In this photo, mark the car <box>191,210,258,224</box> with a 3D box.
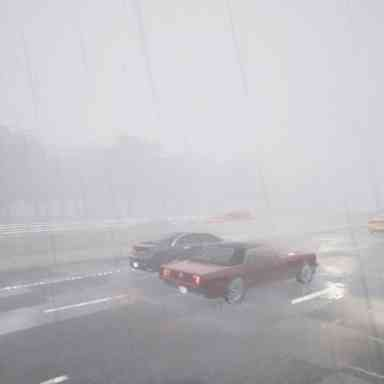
[{"bbox_3d":[3.044,2.631,28.526,5.566,2.045,2.150,0,-4,-38],"label":"car"}]

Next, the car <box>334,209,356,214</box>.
[{"bbox_3d":[28.046,3.838,60.969,4.718,1.301,1.895,0,-4,-37],"label":"car"}]

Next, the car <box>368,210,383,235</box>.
[{"bbox_3d":[14.543,2.255,23.928,5.008,1.535,1.882,0,-4,-38],"label":"car"}]

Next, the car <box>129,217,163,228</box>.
[{"bbox_3d":[-4.371,3.530,36.012,5.008,1.535,1.882,0,-4,-38],"label":"car"}]

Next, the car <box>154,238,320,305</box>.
[{"bbox_3d":[1.536,2.059,9.330,4.718,1.301,1.895,0,-4,-38],"label":"car"}]

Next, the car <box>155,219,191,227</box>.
[{"bbox_3d":[-0.552,3.217,30.123,4.718,1.301,1.895,0,-4,-38],"label":"car"}]

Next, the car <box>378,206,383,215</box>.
[{"bbox_3d":[38.112,3.524,64.280,4.892,1.490,1.837,0,-3,-37],"label":"car"}]

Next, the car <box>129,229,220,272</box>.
[{"bbox_3d":[0.031,2.185,12.595,4.892,1.490,1.837,0,-4,-38],"label":"car"}]

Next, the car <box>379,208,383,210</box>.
[{"bbox_3d":[32.021,3.369,55.242,4.181,1.385,1.994,0,-4,-37],"label":"car"}]

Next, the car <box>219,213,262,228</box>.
[{"bbox_3d":[5.787,3.378,39.487,4.902,1.511,2.128,0,-4,-38],"label":"car"}]
